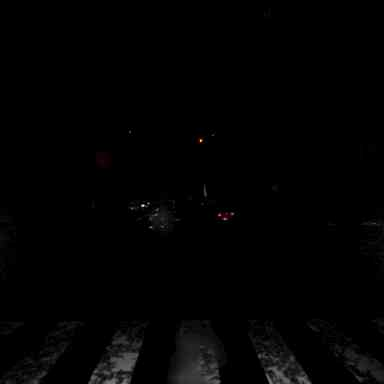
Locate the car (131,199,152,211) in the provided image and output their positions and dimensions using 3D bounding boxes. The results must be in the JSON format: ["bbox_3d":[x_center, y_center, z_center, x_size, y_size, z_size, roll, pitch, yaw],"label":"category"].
[{"bbox_3d":[-6.200,1.557,41.289,2.008,1.369,4.403,0,0,-1],"label":"car"}]

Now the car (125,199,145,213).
[{"bbox_3d":[-6.131,1.555,36.297,2.008,1.369,4.403,0,0,-1],"label":"car"}]

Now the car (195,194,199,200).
[{"bbox_3d":[2.029,1.566,62.615,2.008,1.369,4.403,0,0,-1],"label":"car"}]

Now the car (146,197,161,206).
[{"bbox_3d":[-6.403,1.578,55.859,1.947,1.339,4.313,0,0,-1],"label":"car"}]

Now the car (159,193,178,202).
[{"bbox_3d":[-3.684,1.362,52.663,2.097,1.767,4.553,0,0,-1],"label":"car"}]

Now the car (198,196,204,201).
[{"bbox_3d":[2.242,1.552,47.300,1.887,1.381,4.507,0,0,-1],"label":"car"}]

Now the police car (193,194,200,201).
[{"bbox_3d":[1.246,1.462,90.590,1.930,1.638,5.238,0,0,-1],"label":"police car"}]

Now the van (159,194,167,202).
[{"bbox_3d":[-6.704,1.367,77.511,1.690,1.788,3.998,0,0,-1],"label":"van"}]

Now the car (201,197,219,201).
[{"bbox_3d":[2.393,1.555,36.412,2.008,1.369,4.403,0,0,-1],"label":"car"}]

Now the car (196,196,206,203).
[{"bbox_3d":[1.882,1.588,73.193,1.947,1.339,4.313,0,0,-1],"label":"car"}]

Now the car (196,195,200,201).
[{"bbox_3d":[2.167,1.561,52.744,2.008,1.369,4.403,0,0,-1],"label":"car"}]

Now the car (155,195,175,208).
[{"bbox_3d":[-3.563,1.484,43.513,1.882,1.535,5.008,0,0,-1],"label":"car"}]

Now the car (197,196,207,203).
[{"bbox_3d":[1.953,1.544,68.074,1.752,1.417,4.829,0,0,-1],"label":"car"}]

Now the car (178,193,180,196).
[{"bbox_3d":[-3.790,1.507,62.443,2.128,1.511,4.902,0,0,0],"label":"car"}]

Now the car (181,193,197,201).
[{"bbox_3d":[-0.662,1.508,64.866,2.128,1.511,4.902,0,0,-1],"label":"car"}]

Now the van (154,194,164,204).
[{"bbox_3d":[-6.553,1.359,66.685,1.690,1.788,3.998,0,0,-1],"label":"van"}]

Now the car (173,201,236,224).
[{"bbox_3d":[0.960,1.608,25.125,1.895,1.301,4.718,0,0,-40],"label":"car"}]

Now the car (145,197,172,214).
[{"bbox_3d":[-3.449,1.568,34.700,1.994,1.385,4.181,0,0,-2],"label":"car"}]
